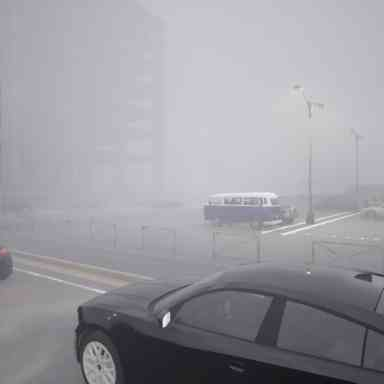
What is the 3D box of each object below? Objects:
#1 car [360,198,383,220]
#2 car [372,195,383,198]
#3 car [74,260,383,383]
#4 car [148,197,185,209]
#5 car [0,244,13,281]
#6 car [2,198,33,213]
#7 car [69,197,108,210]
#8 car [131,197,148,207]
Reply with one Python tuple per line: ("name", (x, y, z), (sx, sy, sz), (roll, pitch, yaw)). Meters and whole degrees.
("car", (14.701, 1.395, 24.750), (3.806, 1.475, 1.970), (0, 0, 36))
("car", (17.926, 1.153, 29.302), (4.605, 1.855, 1.932), (0, 0, 36))
("car", (0.836, 1.478, 3.399), (5.008, 1.535, 1.882), (0, 0, 36))
("car", (-3.103, 1.545, 43.191), (1.895, 1.301, 4.718), (0, 0, 35))
("car", (-6.485, 1.564, 8.610), (4.181, 1.385, 1.994), (0, 0, 36))
("car", (-18.776, 1.422, 33.579), (1.882, 1.535, 5.008), (0, 0, 36))
("car", (-12.932, 1.422, 41.782), (1.882, 1.535, 5.008), (0, 0, 35))
("car", (-6.766, 1.492, 50.438), (2.033, 1.411, 5.357), (0, 0, 36))
